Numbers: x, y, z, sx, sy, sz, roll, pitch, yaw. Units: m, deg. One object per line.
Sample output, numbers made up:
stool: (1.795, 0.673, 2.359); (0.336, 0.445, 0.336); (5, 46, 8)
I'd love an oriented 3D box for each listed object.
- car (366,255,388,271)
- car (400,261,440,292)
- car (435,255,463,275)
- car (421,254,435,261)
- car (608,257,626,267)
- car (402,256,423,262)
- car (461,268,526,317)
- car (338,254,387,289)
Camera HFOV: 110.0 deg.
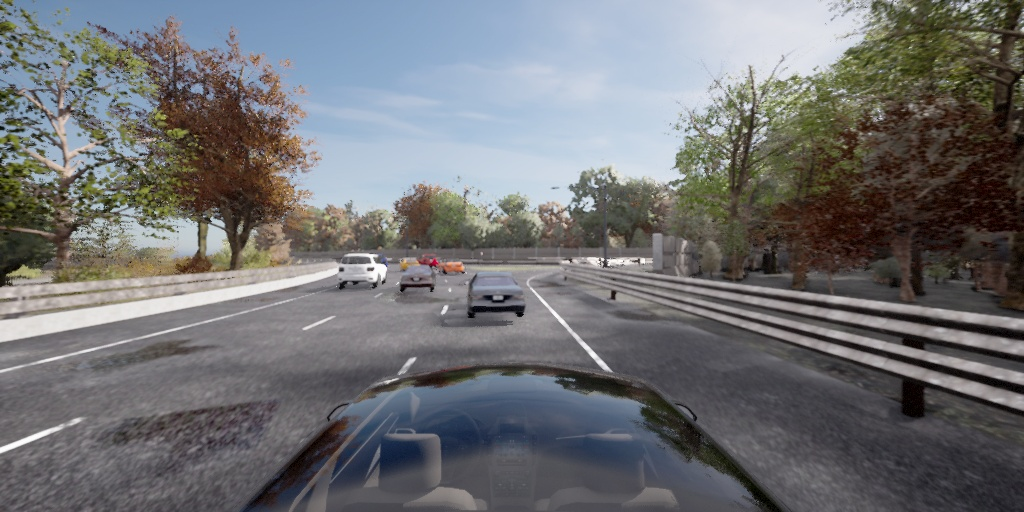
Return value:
car: (-17.757, 0.840, 47.086); (2.150, 2.045, 5.566); (0, 0, -26)
car: (-5.408, 1.235, 20.930); (2.033, 1.411, 5.357); (0, 0, -11)
car: (-6.510, 0.973, 37.840); (2.097, 1.767, 4.553); (0, 0, -19)
car: (-12.299, 0.803, 51.751); (2.150, 2.045, 5.566); (0, 0, -26)
car: (16.083, 0.964, 56.476); (4.902, 1.511, 2.128); (0, 0, -39)
car: (-12.746, 1.091, 44.427); (1.882, 1.535, 5.008); (0, 0, -23)
car: (-0.683, 1.253, 12.944); (2.033, 1.411, 5.357); (0, 0, -6)
car: (-9.361, 0.914, 22.802); (2.150, 2.045, 5.566); (0, 0, -12)
